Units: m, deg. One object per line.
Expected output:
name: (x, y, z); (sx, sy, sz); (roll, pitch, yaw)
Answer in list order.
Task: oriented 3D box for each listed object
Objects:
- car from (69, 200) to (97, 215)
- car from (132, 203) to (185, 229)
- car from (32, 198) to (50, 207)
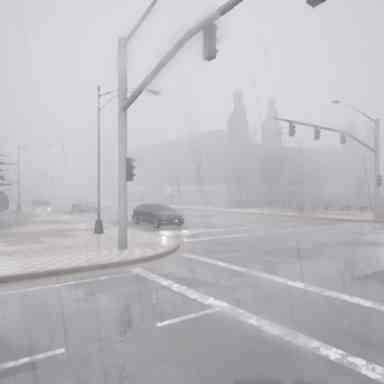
car: (-11.155, 1.519, 34.413); (1.812, 1.442, 4.674); (0, 0, -36)
car: (-2.352, 1.497, 22.091); (1.837, 1.490, 4.892); (0, 0, -36)
car: (-23.702, 1.594, 52.081); (1.895, 1.301, 4.718); (0, 0, -36)
